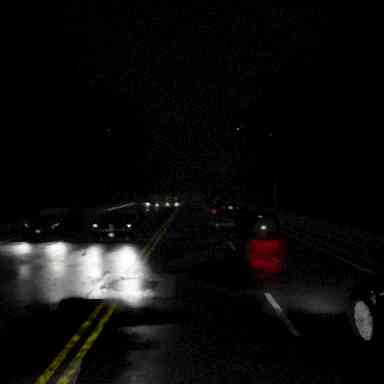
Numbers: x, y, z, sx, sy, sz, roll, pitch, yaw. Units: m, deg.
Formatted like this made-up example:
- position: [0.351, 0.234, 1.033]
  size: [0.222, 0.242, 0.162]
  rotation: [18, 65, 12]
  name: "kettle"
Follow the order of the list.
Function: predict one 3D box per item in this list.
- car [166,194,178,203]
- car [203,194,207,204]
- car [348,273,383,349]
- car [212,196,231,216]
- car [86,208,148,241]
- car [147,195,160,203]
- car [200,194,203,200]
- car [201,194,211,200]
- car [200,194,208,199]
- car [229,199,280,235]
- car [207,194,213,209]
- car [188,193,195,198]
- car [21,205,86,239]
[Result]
- position: [-3.399, 1.124, 57.615]
  size: [1.882, 1.535, 5.008]
  rotation: [0, 0, 0]
  name: "car"
- position: [3.164, 1.237, 52.167]
  size: [1.994, 1.385, 4.181]
  rotation: [0, 0, 0]
  name: "car"
- position: [3.344, 1.480, 3.281]
  size: [1.837, 1.490, 4.892]
  rotation: [0, 0, 0]
  name: "car"
- position: [3.201, 1.340, 30.167]
  size: [2.033, 1.411, 5.357]
  rotation: [0, 0, 0]
  name: "car"
- position: [-3.376, 1.485, 16.181]
  size: [1.895, 1.301, 4.718]
  rotation: [0, 0, 0]
  name: "car"
- position: [-6.649, 1.171, 57.635]
  size: [1.812, 1.442, 4.674]
  rotation: [0, 0, 0]
  name: "car"
- position: [3.145, 1.127, 63.197]
  size: [2.163, 1.488, 4.792]
  rotation: [0, 0, 0]
  name: "car"
- position: [3.126, 1.141, 74.168]
  size: [1.994, 1.385, 4.181]
  rotation: [0, 0, 0]
  name: "car"
- position: [3.108, 1.145, 85.200]
  size: [1.895, 1.301, 4.718]
  rotation: [0, 0, 0]
  name: "car"
- position: [3.323, 1.380, 17.912]
  size: [1.837, 1.490, 4.892]
  rotation: [0, 1, 0]
  name: "car"
- position: [3.182, 1.254, 41.166]
  size: [1.812, 1.442, 4.674]
  rotation: [0, 0, 0]
  name: "car"
- position: [-0.156, 0.946, 93.395]
  size: [2.033, 1.411, 5.357]
  rotation: [0, 0, 0]
  name: "car"
- position: [-6.626, 1.406, 16.619]
  size: [1.812, 1.442, 4.674]
  rotation: [0, 0, 0]
  name: "car"
